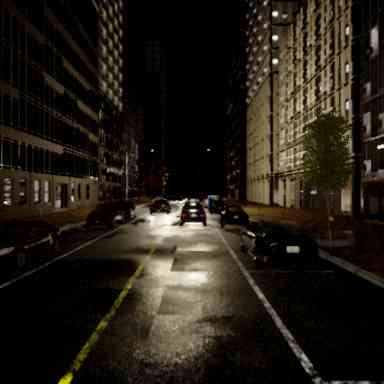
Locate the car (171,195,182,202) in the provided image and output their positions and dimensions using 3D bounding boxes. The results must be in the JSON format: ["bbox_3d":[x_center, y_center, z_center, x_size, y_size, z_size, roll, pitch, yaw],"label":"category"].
[{"bbox_3d":[-3.075,1.453,74.829,1.895,1.301,4.718,0,0,0],"label":"car"}]

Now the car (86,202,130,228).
[{"bbox_3d":[-5.710,1.534,22.297,1.887,1.381,4.507,0,0,0],"label":"car"}]

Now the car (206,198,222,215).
[{"bbox_3d":[2.659,1.546,33.681,1.947,1.339,4.313,0,0,0],"label":"car"}]

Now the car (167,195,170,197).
[{"bbox_3d":[-5.750,1.494,62.146,2.008,1.369,4.403,0,0,0],"label":"car"}]

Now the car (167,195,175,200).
[{"bbox_3d":[-5.778,1.458,90.608,1.947,1.339,4.313,0,0,0],"label":"car"}]

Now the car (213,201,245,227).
[{"bbox_3d":[2.670,1.555,22.297,1.947,1.339,4.313,0,0,0],"label":"car"}]

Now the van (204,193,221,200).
[{"bbox_3d":[2.654,1.316,39.375,1.690,1.788,3.998,0,0,0],"label":"van"}]

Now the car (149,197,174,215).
[{"bbox_3d":[-3.130,1.506,33.562,1.812,1.442,4.674,0,0,0],"label":"car"}]

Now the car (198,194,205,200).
[{"bbox_3d":[2.602,1.417,90.773,1.752,1.417,4.829,0,0,0],"label":"car"}]

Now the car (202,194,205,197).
[{"bbox_3d":[2.648,1.408,45.066,1.967,1.590,4.097,0,0,0],"label":"car"}]

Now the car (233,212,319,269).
[{"bbox_3d":[2.681,1.562,10.912,1.947,1.339,4.313,0,0,0],"label":"car"}]

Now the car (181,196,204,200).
[{"bbox_3d":[0.058,1.520,41.516,2.033,1.411,5.357,0,0,0],"label":"car"}]

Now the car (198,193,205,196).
[{"bbox_3d":[2.626,1.249,67.834,2.192,1.841,5.009,0,0,0],"label":"car"}]

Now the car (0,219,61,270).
[{"bbox_3d":[-5.699,1.578,10.912,1.802,1.307,4.206,0,0,0],"label":"car"}]

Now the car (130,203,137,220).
[{"bbox_3d":[-5.716,1.551,27.989,1.947,1.339,4.313,0,0,0],"label":"car"}]

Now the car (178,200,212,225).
[{"bbox_3d":[0.075,1.536,23.610,2.033,1.411,5.357,0,0,0],"label":"car"}]

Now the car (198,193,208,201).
[{"bbox_3d":[2.615,1.230,79.219,2.192,1.841,5.009,0,0,0],"label":"car"}]

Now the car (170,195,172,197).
[{"bbox_3d":[-5.772,1.455,84.915,2.008,1.369,4.403,0,0,0],"label":"car"}]
